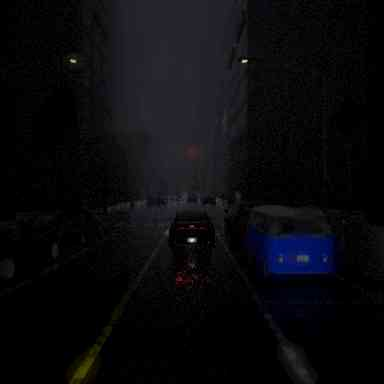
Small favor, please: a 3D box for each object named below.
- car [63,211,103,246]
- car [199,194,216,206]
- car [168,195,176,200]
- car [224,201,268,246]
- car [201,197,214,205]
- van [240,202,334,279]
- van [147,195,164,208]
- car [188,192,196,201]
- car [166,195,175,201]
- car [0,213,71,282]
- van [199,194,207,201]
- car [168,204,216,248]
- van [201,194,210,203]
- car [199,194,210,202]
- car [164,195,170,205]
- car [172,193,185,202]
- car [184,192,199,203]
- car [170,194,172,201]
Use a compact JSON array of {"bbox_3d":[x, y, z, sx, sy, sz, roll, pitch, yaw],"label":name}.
[{"bbox_3d":[-5.388,1.564,15.270,1.947,1.339,4.313,0,0,0],"label":"car"},{"bbox_3d":[2.705,1.303,52.641,2.192,1.841,5.009,0,0,0],"label":"car"},{"bbox_3d":[-5.397,1.541,90.484,1.947,1.339,4.313,0,0,0],"label":"car"},{"bbox_3d":[2.637,1.313,15.270,2.192,1.841,5.009,0,0,0],"label":"car"},{"bbox_3d":[2.700,1.537,58.048,2.008,1.369,4.403,0,0,0],"label":"car"},{"bbox_3d":[2.637,1.340,9.759,1.690,1.788,3.998,0,0,0],"label":"van"},{"bbox_3d":[-5.408,1.331,47.234,1.690,1.788,3.998,0,0,0],"label":"van"},{"bbox_3d":[0.000,1.036,82.474,2.150,2.045,5.566,0,0,0],"label":"car"},{"bbox_3d":[-5.398,1.528,85.077,2.008,1.369,4.403,0,0,0],"label":"car"},{"bbox_3d":[-5.388,1.544,9.759,1.887,1.381,4.507,0,0,0],"label":"car"},{"bbox_3d":[2.680,1.320,79.673,1.690,1.788,3.998,0,0,0],"label":"van"},{"bbox_3d":[0.000,1.516,14.650,1.837,1.490,4.892,0,0,0],"label":"car"},{"bbox_3d":[2.690,1.324,68.860,1.690,1.788,3.998,0,0,0],"label":"van"},{"bbox_3d":[2.685,1.296,74.267,2.192,1.841,5.009,0,0,0],"label":"car"},{"bbox_3d":[-5.405,1.553,58.046,1.947,1.339,4.313,0,0,0],"label":"car"},{"bbox_3d":[-2.750,1.331,73.116,2.097,1.767,4.553,0,0,0],"label":"car"},{"bbox_3d":[0.000,1.351,66.581,2.097,1.767,4.553,0,0,0],"label":"car"},{"bbox_3d":[-5.404,1.530,63.452,1.887,1.381,4.507,0,0,0],"label":"car"}]
